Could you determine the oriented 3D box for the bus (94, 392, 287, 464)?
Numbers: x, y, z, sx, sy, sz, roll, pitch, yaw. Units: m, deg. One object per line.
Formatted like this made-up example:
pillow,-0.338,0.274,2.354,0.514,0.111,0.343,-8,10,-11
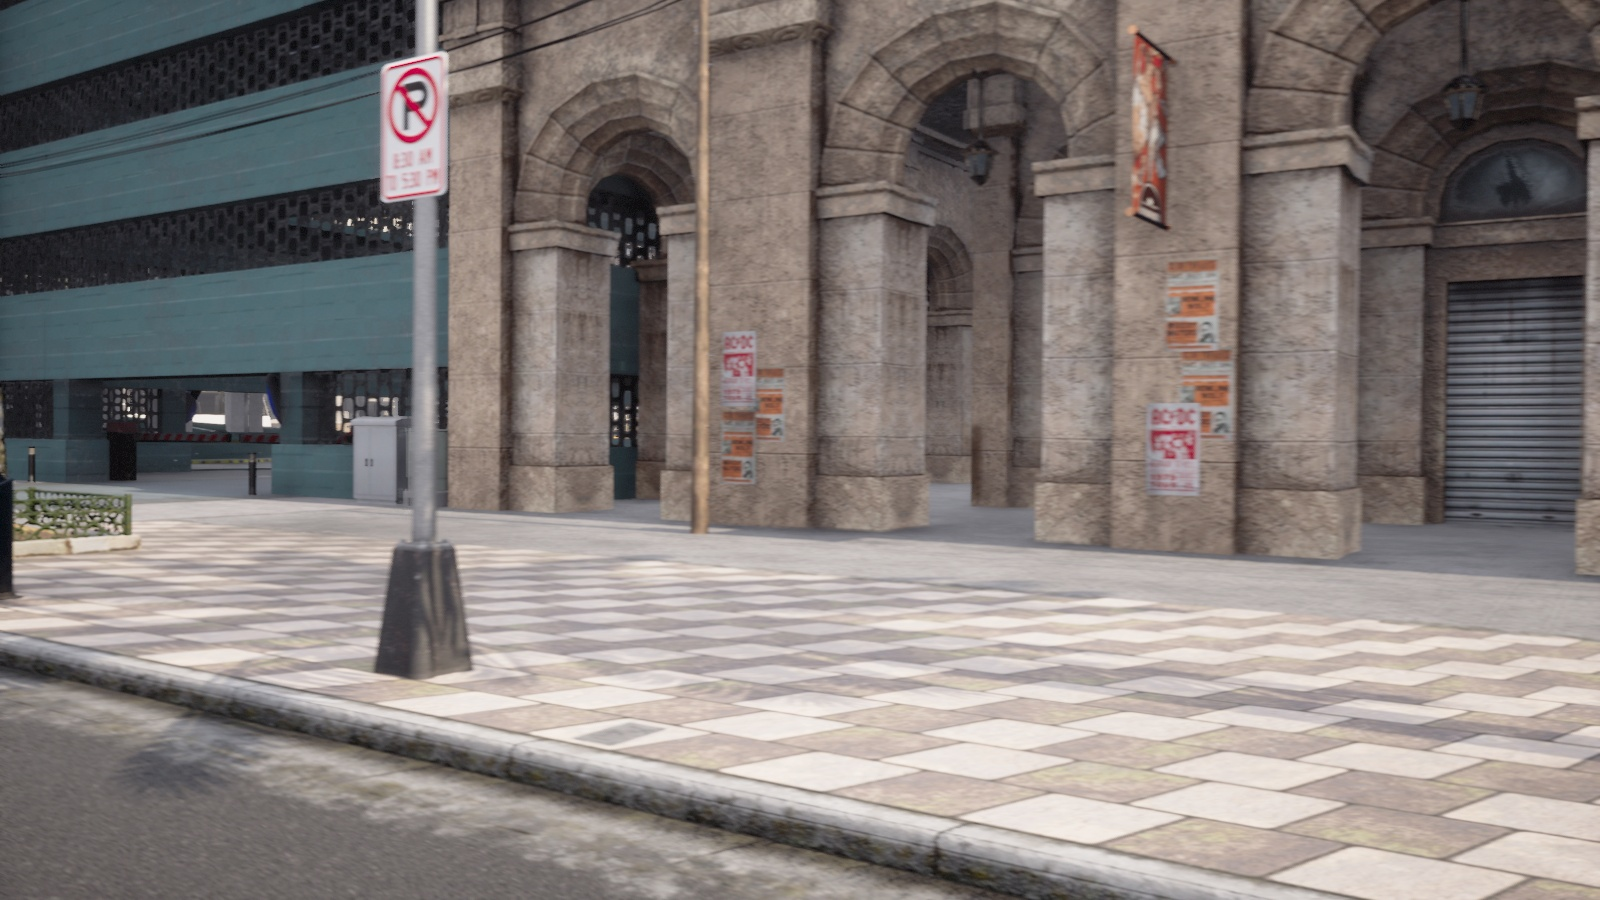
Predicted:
bus,-38.041,-1.378,78.919,3.944,4.253,10.273,0,1,34
